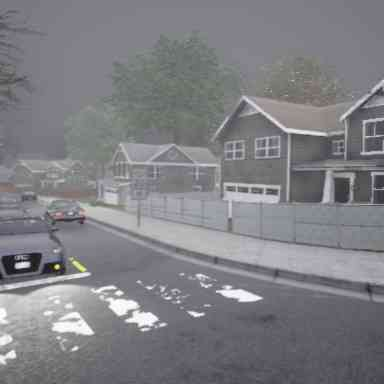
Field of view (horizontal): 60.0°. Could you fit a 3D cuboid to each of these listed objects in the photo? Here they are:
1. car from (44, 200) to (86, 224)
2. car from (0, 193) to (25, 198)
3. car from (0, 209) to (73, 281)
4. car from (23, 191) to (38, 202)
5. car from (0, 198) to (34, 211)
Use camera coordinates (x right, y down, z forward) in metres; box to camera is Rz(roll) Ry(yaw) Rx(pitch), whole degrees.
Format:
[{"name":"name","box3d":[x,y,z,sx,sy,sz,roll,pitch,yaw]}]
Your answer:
[{"name":"car","box3d":[-7.904,1.200,20.452,2.033,1.411,5.357,-1,1,-30]},{"name":"car","box3d":[-15.048,1.120,27.062,2.033,1.411,5.357,-1,1,-29]},{"name":"car","box3d":[-4.693,1.400,9.070,1.994,1.385,4.181,-1,1,-29]},{"name":"car","box3d":[-22.800,0.633,46.519,1.882,1.535,5.008,-1,2,-30]},{"name":"car","box3d":[-10.153,1.269,18.499,1.994,1.385,4.181,-1,1,-29]}]
